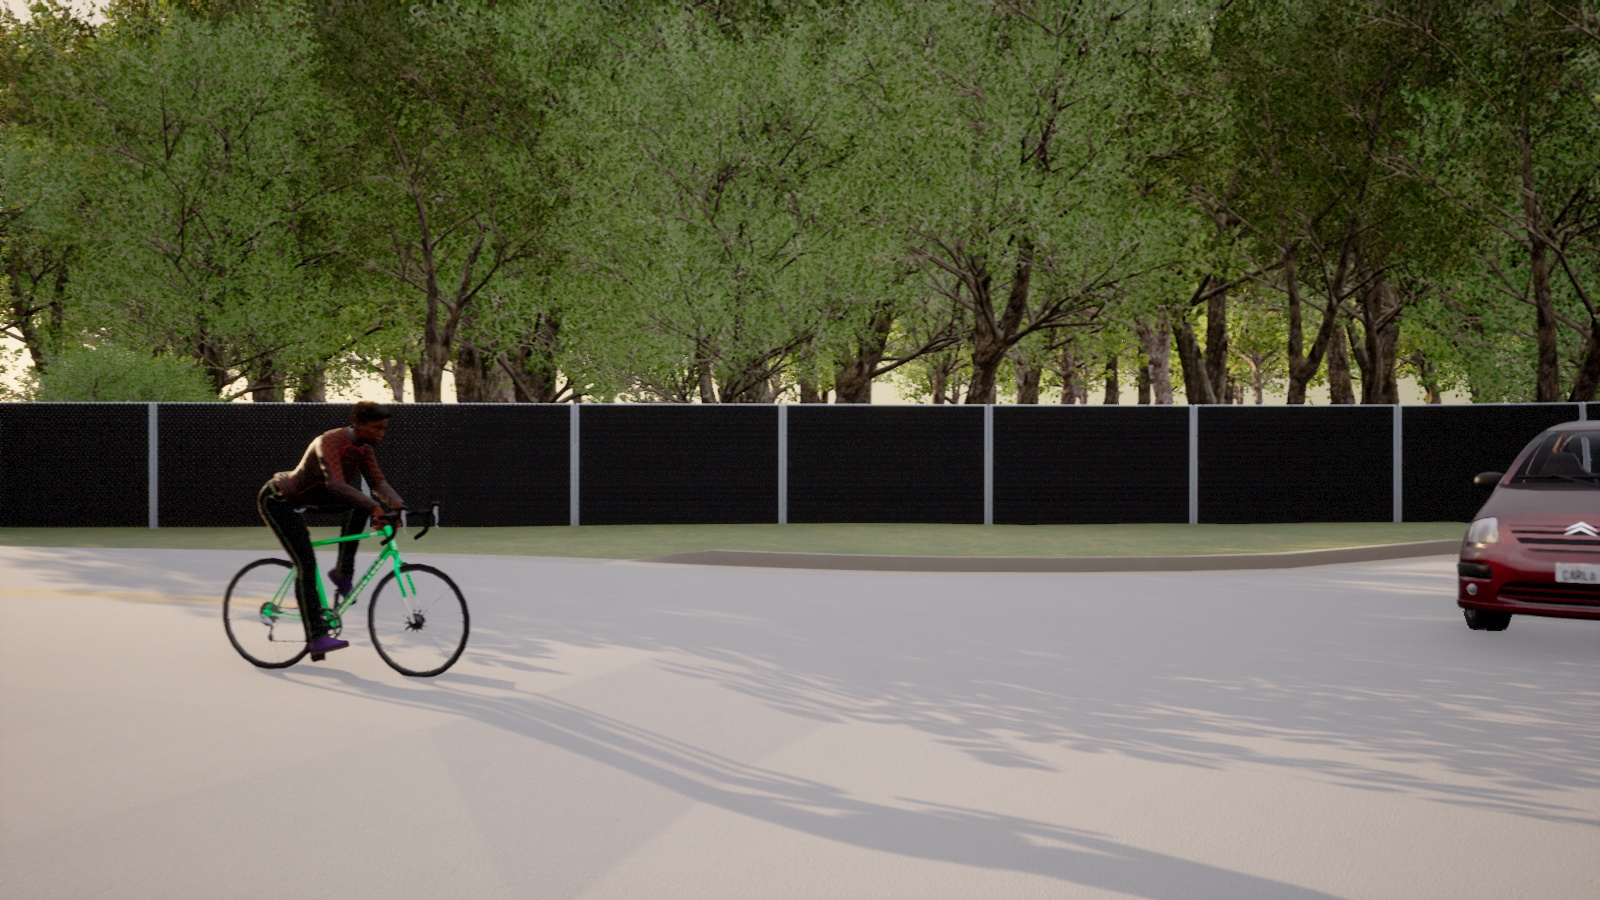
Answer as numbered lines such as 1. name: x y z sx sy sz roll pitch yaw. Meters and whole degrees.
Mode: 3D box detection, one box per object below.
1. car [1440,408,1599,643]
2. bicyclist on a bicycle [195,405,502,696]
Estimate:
1. car: 6.752 0.467 10.327 1.851 1.617 3.988 -1 1 39
2. bicyclist on a bicycle: -2.671 0.552 7.465 1.656 1.620 0.582 1 1 12
